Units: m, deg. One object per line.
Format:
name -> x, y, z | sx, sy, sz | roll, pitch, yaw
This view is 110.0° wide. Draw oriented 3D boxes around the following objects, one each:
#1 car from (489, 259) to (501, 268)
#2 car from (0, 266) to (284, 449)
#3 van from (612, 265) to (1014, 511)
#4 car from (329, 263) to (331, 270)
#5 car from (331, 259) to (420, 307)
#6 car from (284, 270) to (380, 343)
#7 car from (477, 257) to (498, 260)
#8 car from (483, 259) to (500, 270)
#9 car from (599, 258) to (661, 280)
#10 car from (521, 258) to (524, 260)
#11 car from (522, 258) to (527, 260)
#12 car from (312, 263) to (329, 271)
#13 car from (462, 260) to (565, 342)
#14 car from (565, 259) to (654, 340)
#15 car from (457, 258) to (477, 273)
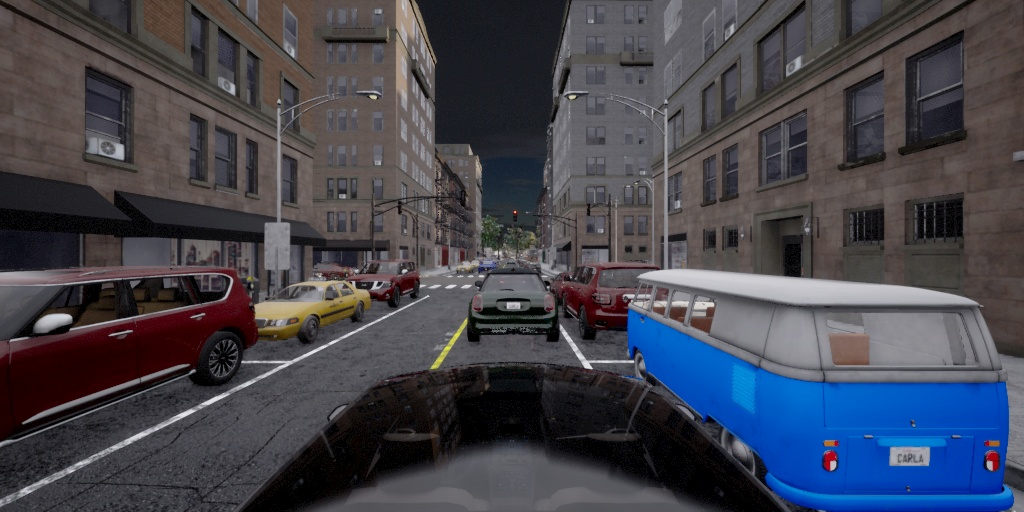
car -> -2.944, 1.315, 62.851 | 1.994, 1.385, 4.181 | 0, 0, 0
car -> -5.403, 1.065, 4.212 | 2.192, 1.841, 5.009 | 0, 0, 0
van -> 2.633, 1.091, 4.226 | 1.690, 1.789, 3.998 | 0, 0, 0
car -> -16.046, 1.343, 30.658 | 4.674, 1.442, 1.812 | 0, 0, 0
car -> -5.429, 1.064, 15.568 | 2.192, 1.841, 5.009 | 0, 0, 0
car -> -5.416, 1.275, 9.719 | 1.751, 1.417, 4.829 | 0, 0, 0
car -> -2.930, 1.227, 42.824 | 1.882, 1.535, 5.008 | 0, 0, 0
car -> -2.949, 1.241, 52.791 | 2.128, 1.511, 4.902 | 0, 0, 0
car -> 9.999, 1.049, 30.669 | 4.553, 1.767, 2.097 | 0, 0, -2
car -> 2.541, 1.294, 48.074 | 1.888, 1.381, 4.507 | 0, 0, 0
car -> 2.552, 1.299, 42.593 | 2.007, 1.370, 4.403 | 0, 0, 0
car -> -17.173, 1.343, 27.707 | 4.674, 1.442, 1.812 | 0, 0, 0
car -> 0.017, 1.102, 9.940 | 2.097, 1.767, 4.553 | 0, 0, 0
car -> 2.621, 1.065, 9.905 | 2.192, 1.841, 5.009 | 0, 0, 0
car -> -5.501, 1.274, 42.405 | 1.751, 1.417, 4.829 | 0, 0, 0
